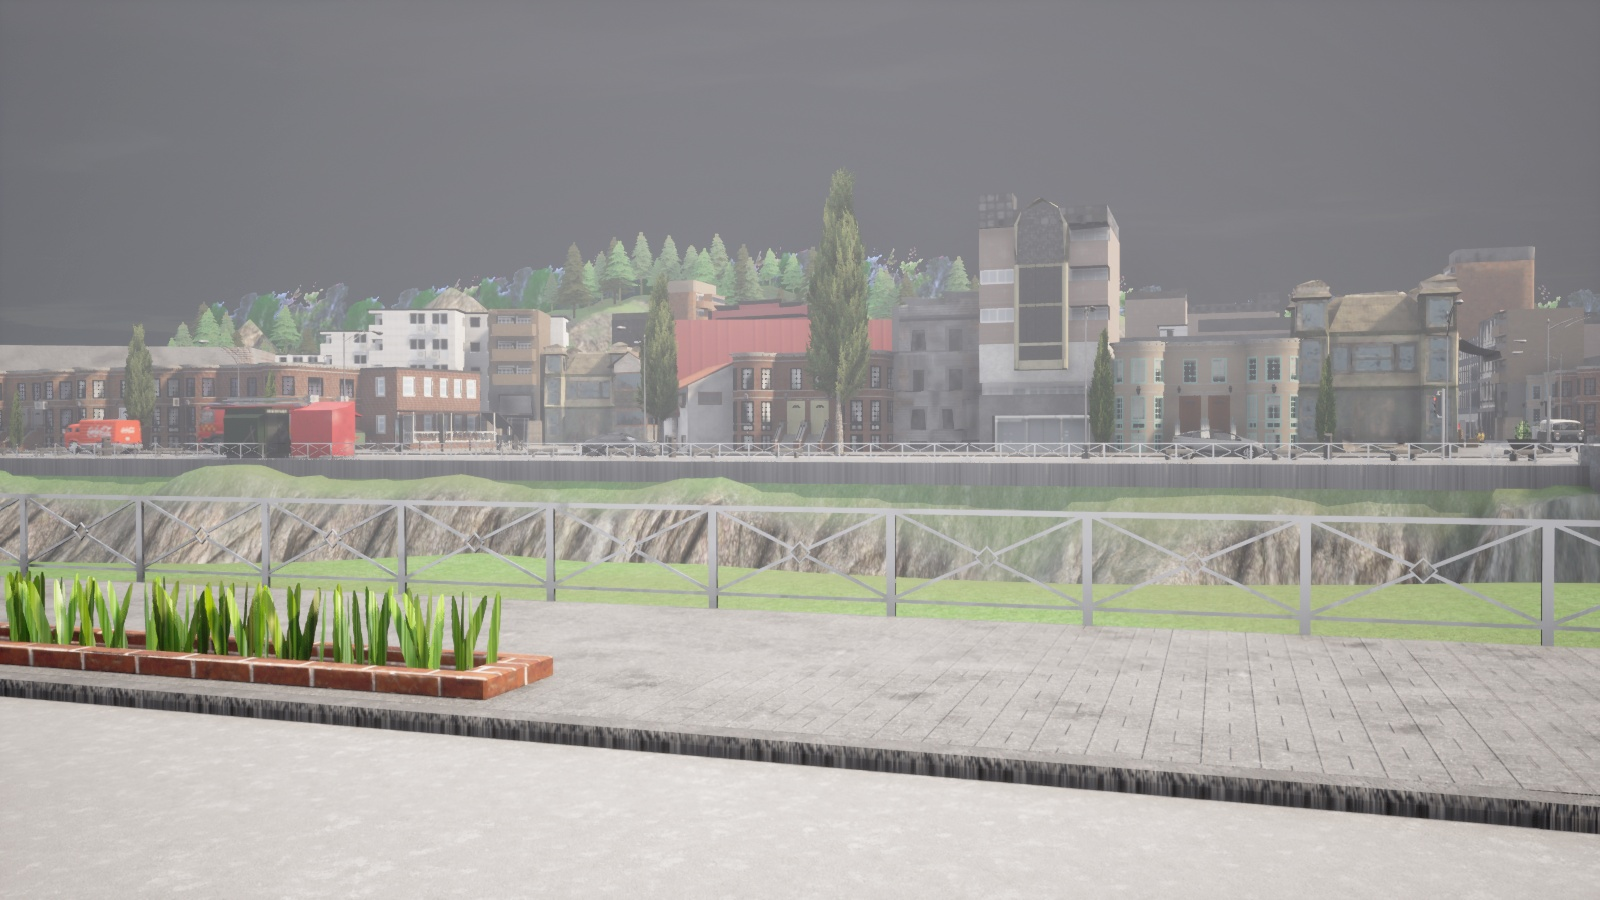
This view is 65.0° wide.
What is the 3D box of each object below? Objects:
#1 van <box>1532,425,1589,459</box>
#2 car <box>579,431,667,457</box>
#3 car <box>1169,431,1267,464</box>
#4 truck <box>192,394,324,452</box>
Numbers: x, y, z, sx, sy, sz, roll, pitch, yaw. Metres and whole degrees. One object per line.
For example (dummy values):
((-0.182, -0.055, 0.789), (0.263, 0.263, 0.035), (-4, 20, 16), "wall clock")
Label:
((46.871, -0.514, 77.460), (2.069, 2.038, 4.480), (1, 1, 19), "van")
((-10.180, -0.343, 72.246), (4.674, 1.442, 1.812), (1, 1, 19), "car")
((20.593, -0.141, 61.907), (4.514, 1.525, 2.007), (1, 1, 19), "car")
((-36.866, -1.844, 85.411), (8.468, 3.827, 2.891), (1, 1, 19), "truck")
